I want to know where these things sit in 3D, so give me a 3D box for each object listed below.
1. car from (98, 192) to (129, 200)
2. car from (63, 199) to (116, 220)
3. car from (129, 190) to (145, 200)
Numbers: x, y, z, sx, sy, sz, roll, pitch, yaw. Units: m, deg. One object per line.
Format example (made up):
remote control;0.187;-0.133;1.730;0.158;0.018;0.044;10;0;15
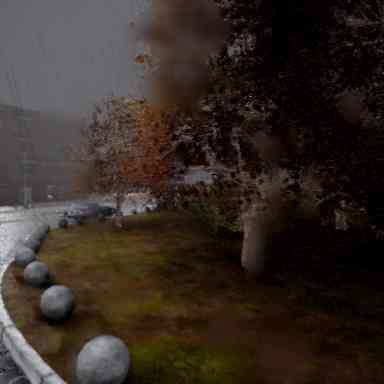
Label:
car;-13.574;0.825;55.427;1.946;1.575;5.366;-1;3;31
car;-8.974;1.716;30.424;2.033;1.411;5.357;-1;2;21
car;-10.749;0.512;60.162;1.946;1.575;5.366;-1;3;31
